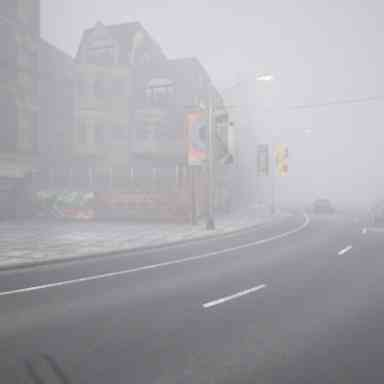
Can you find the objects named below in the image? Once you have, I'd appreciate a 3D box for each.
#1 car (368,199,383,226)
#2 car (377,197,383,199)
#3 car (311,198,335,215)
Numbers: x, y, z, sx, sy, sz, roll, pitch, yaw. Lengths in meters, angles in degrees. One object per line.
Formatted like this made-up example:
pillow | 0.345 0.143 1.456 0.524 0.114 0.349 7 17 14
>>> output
car | 12.982 1.444 22.203 1.812 1.442 4.674 0 0 22
car | 21.718 1.339 37.652 1.882 1.535 5.008 0 0 16
car | 13.034 1.402 33.203 1.837 1.490 4.892 0 0 17
